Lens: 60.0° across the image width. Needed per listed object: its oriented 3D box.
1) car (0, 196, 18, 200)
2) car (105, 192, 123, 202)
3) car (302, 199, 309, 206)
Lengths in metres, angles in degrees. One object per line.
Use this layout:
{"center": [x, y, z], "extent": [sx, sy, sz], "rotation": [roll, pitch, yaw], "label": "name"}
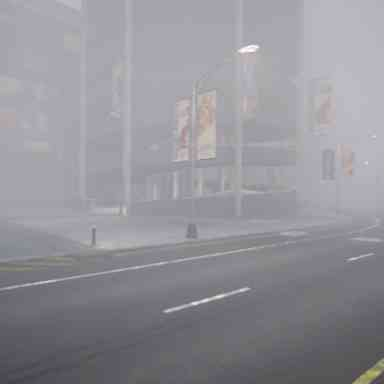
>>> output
{"center": [-28.487, 1.243, 51.528], "extent": [1.895, 1.301, 4.718], "rotation": [1, 0, -41], "label": "car"}
{"center": [-15.042, 0.965, 64.266], "extent": [2.435, 2.045, 5.566], "rotation": [1, 0, -41], "label": "car"}
{"center": [19.383, 1.636, 61.371], "extent": [2.097, 1.767, 4.553], "rotation": [1, 0, -29], "label": "car"}
